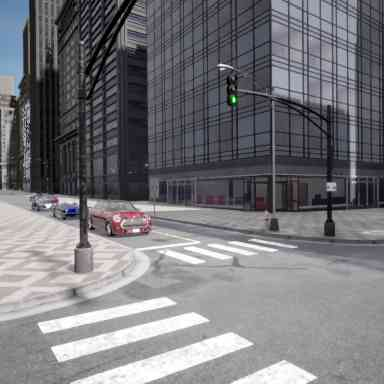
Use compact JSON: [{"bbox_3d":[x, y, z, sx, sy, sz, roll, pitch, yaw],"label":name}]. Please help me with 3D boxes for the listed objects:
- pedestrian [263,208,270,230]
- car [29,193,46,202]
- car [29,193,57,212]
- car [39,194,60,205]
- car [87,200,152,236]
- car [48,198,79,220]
[{"bbox_3d":[3.894,1.374,17.302,0.500,1.100,0.500,0,0,-34],"label":"pedestrian"},{"bbox_3d":[-26.145,0.884,56.046,1.837,1.490,4.892,-1,1,-34],"label":"car"},{"bbox_3d":[-15.446,1.179,34.669,2.128,1.511,4.902,-1,1,-34],"label":"car"},{"bbox_3d":[-20.585,1.063,47.886,1.994,1.385,4.181,-1,1,-34],"label":"car"},{"bbox_3d":[-3.931,1.234,17.708,2.097,1.767,4.553,-1,1,-34],"label":"car"},{"bbox_3d":[-9.616,1.390,26.083,1.895,1.301,4.718,-1,1,-34],"label":"car"}]
